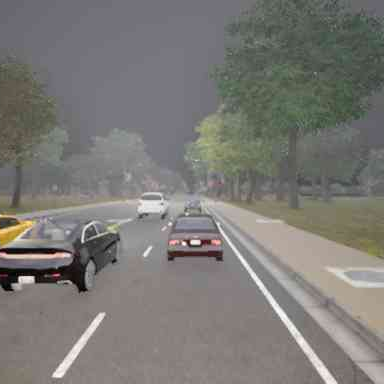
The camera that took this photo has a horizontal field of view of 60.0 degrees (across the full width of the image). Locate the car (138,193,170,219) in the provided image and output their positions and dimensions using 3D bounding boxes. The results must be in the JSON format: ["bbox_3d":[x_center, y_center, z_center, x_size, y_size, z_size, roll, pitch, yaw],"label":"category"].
[{"bbox_3d":[-3.155,1.095,28.129,2.150,2.045,5.566,0,0,0],"label":"car"}]

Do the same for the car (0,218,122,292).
[{"bbox_3d":[-3.151,1.444,8.750,2.128,1.511,4.902,0,0,0],"label":"car"}]

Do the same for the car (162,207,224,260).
[{"bbox_3d":[0.097,1.484,12.073,2.033,1.411,5.357,0,0,0],"label":"car"}]

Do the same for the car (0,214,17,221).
[{"bbox_3d":[-6.601,1.424,10.055,1.882,1.535,5.008,0,0,0],"label":"car"}]

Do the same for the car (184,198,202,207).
[{"bbox_3d":[0.094,1.394,36.742,2.033,1.411,5.357,0,0,0],"label":"car"}]
